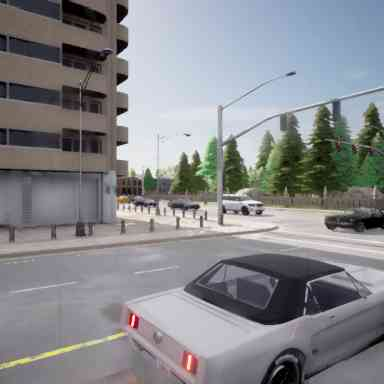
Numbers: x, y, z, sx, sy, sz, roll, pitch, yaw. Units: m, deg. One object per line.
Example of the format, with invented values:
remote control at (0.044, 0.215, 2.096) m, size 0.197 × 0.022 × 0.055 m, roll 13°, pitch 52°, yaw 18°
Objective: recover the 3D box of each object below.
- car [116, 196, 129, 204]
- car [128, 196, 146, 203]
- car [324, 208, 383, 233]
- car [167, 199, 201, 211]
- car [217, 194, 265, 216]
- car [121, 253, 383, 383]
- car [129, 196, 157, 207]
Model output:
car at (-14.180, 1.533, 67.183) m, size 1.882 × 1.535 × 5.008 m, roll 0°, pitch 0°, yaw -36°
car at (-11.564, 1.581, 69.531) m, size 1.812 × 1.442 × 4.674 m, roll 0°, pitch 0°, yaw -36°
car at (9.830, 1.609, 19.549) m, size 4.718 × 1.301 × 1.895 m, roll 0°, pitch 0°, yaw -35°
car at (-1.127, 1.603, 42.683) m, size 2.033 × 1.411 × 5.357 m, roll 0°, pitch 0°, yaw -36°
car at (4.933, 1.278, 34.252) m, size 2.150 × 2.045 × 5.566 m, roll 0°, pitch 0°, yaw -36°
car at (1.516, 1.601, 4.858) m, size 4.718 × 1.301 × 1.895 m, roll 0°, pitch 0°, yaw -35°
car at (-7.253, 1.603, 51.245) m, size 2.033 × 1.411 × 5.357 m, roll 0°, pitch 0°, yaw -36°
